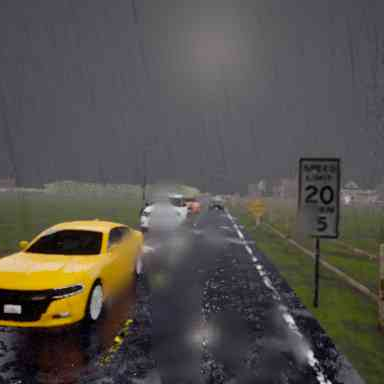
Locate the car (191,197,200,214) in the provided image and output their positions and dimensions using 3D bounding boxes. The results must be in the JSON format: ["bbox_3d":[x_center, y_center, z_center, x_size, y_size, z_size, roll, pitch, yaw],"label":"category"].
[{"bbox_3d":[-0.305,1.315,35.132,2.097,1.767,4.553,2,0,5],"label":"car"}]

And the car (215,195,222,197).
[{"bbox_3d":[3.777,1.563,51.255,1.882,1.535,5.008,2,0,4],"label":"car"}]

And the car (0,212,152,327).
[{"bbox_3d":[-2.381,1.402,7.251,1.882,1.535,5.008,2,0,4],"label":"car"}]

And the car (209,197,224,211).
[{"bbox_3d":[3.043,1.660,41.241,1.895,1.301,4.718,2,0,4],"label":"car"}]

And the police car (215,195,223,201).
[{"bbox_3d":[7.631,1.723,94.199,1.930,1.638,5.238,2,0,4],"label":"police car"}]

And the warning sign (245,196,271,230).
[{"bbox_3d":[3.805,1.196,19.172,1.300,1.860,1.060,1,0,4],"label":"warning sign"}]

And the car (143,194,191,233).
[{"bbox_3d":[-1.475,1.150,19.738,2.150,2.045,5.566,2,1,3],"label":"car"}]
